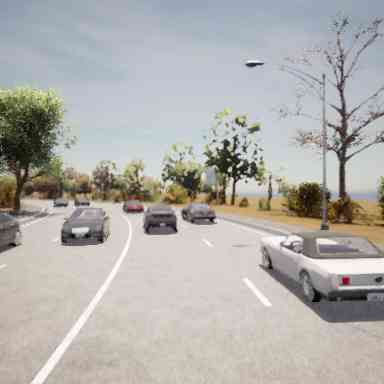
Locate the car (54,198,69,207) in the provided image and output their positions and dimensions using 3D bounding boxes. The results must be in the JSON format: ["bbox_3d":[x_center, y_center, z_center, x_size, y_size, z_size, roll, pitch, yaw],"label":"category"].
[{"bbox_3d":[-20.171,1.658,51.180,2.033,1.411,5.357,0,0,-27],"label":"car"}]

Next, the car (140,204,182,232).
[{"bbox_3d":[-2.044,1.543,20.638,1.837,1.490,4.892,0,0,-10],"label":"car"}]

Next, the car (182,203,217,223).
[{"bbox_3d":[0.399,1.590,26.290,2.033,1.411,5.357,0,0,-13],"label":"car"}]

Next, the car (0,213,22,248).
[{"bbox_3d":[-8.047,1.546,12.496,1.837,1.490,4.892,0,0,-8],"label":"car"}]

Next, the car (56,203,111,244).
[{"bbox_3d":[-5.064,1.530,16.344,2.128,1.511,4.902,0,0,-9],"label":"car"}]

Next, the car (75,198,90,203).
[{"bbox_3d":[-18.096,1.666,54.764,2.033,1.411,5.357,0,0,-28],"label":"car"}]

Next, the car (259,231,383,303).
[{"bbox_3d":[3.134,1.604,8.191,1.895,1.301,4.718,0,0,-4],"label":"car"}]

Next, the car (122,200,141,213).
[{"bbox_3d":[-6.828,1.641,38.340,1.994,1.385,4.181,0,0,-19],"label":"car"}]
